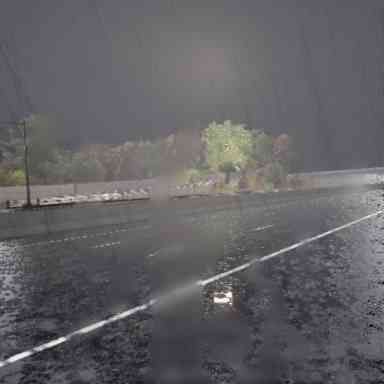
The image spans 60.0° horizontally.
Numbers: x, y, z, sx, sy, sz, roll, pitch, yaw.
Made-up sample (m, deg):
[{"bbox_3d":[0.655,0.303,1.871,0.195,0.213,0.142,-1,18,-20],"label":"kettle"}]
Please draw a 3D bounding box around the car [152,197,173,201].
[{"bbox_3d":[-3.457,1.314,38.877,2.128,1.511,4.902,-2,0,40],"label":"car"}]

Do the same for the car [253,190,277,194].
[{"bbox_3d":[12.123,0.502,52.117,2.128,1.511,4.902,-2,0,40],"label":"car"}]

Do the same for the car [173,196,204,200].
[{"bbox_3d":[0.352,1.170,37.981,1.812,1.442,4.674,-2,0,40],"label":"car"}]

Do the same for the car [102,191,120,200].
[{"bbox_3d":[-15.723,0.667,64.859,1.812,1.442,4.674,-3,3,19],"label":"car"}]

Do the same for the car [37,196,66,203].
[{"bbox_3d":[-20.708,1.384,49.288,1.882,1.535,5.008,-3,1,17],"label":"car"}]

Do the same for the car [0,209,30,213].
[{"bbox_3d":[-12.410,1.891,22.620,2.033,1.411,5.357,-2,0,40],"label":"car"}]

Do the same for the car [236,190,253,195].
[{"bbox_3d":[8.500,0.529,53.238,2.097,1.767,4.553,-2,0,40],"label":"car"}]
